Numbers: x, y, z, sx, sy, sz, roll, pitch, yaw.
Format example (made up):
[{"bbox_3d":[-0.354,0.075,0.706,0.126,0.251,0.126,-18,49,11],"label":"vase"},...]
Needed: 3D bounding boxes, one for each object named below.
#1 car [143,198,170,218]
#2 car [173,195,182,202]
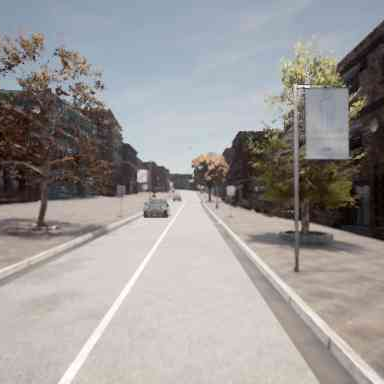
[{"bbox_3d":[-3.098,1.338,29.833,2.097,1.767,4.553,0,0,0],"label":"car"},{"bbox_3d":[-3.139,1.368,71.237,1.837,1.490,4.892,0,0,0],"label":"car"}]
